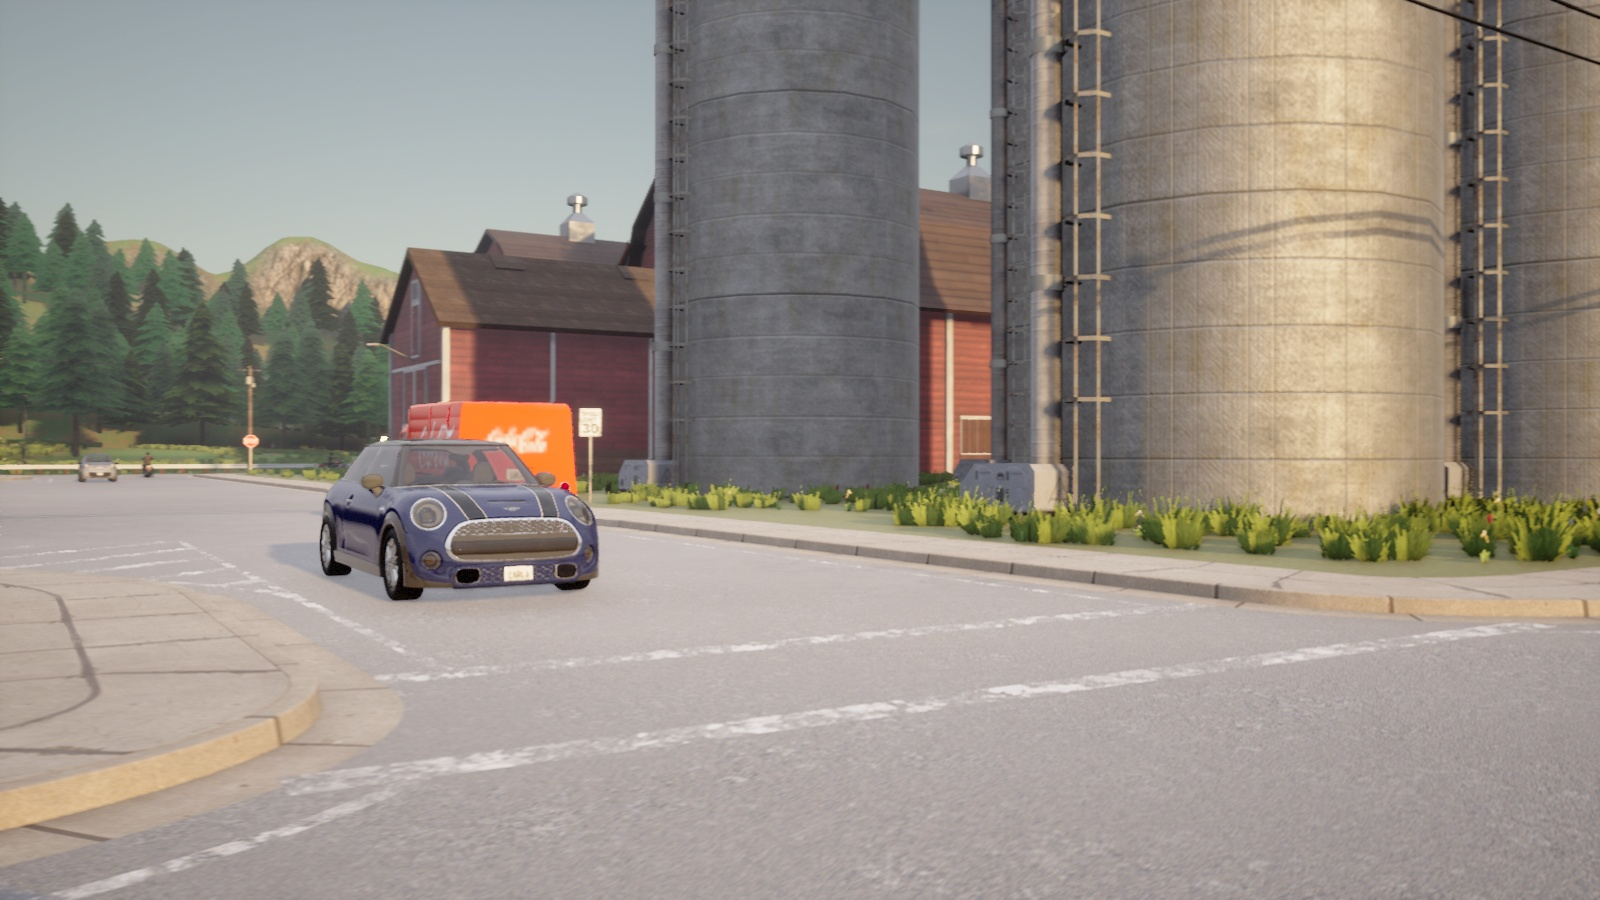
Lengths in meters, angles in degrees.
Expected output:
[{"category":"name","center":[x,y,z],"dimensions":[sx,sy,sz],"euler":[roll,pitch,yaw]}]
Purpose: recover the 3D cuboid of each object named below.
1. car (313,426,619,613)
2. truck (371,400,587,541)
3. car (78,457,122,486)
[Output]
[{"category":"car","center":[-3.986,0.669,14.358],"dimensions":[2.097,1.767,4.553],"euler":[0,0,-32]},{"category":"truck","center":[-6.464,0.369,24.769],"dimensions":[2.627,2.467,5.204],"euler":[0,0,-32]},{"category":"car","center":[-36.861,1.116,66.083],"dimensions":[1.845,1.501,3.633],"euler":[0,0,-32]}]
